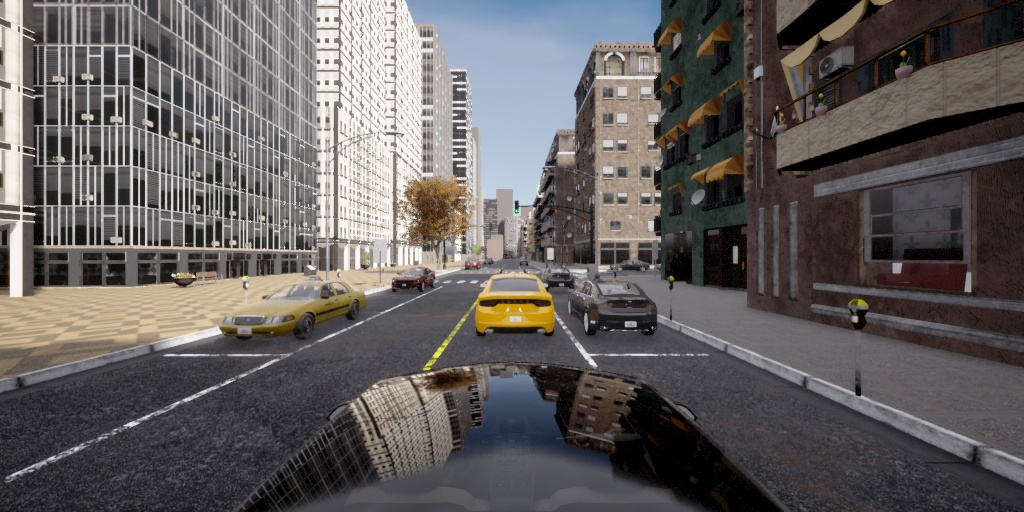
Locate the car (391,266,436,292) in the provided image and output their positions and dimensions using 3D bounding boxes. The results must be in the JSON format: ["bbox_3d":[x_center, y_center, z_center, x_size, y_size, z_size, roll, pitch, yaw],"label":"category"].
[{"bbox_3d":[-5.739,1.300,21.292,1.888,1.381,4.507,0,0,0],"label":"car"}]

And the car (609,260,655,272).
[{"bbox_3d":[13.339,1.109,40.755,4.403,1.370,2.007,0,0,-1],"label":"car"}]

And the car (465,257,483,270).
[{"bbox_3d":[-5.819,1.099,53.679,2.192,1.841,5.009,0,0,0],"label":"car"}]

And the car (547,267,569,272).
[{"bbox_3d":[2.641,1.305,21.312,2.007,1.370,4.403,0,0,0],"label":"car"}]

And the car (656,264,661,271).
[{"bbox_3d":[18.736,1.006,40.823,4.829,1.417,1.751,0,0,-1],"label":"car"}]

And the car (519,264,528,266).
[{"bbox_3d":[0.052,1.355,21.297,1.895,1.301,4.718,0,0,0],"label":"car"}]

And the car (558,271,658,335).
[{"bbox_3d":[2.668,1.301,10.246,2.007,1.370,4.403,0,0,0],"label":"car"}]

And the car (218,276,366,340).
[{"bbox_3d":[-5.712,1.276,10.057,1.751,1.417,4.829,0,0,0],"label":"car"}]

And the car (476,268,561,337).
[{"bbox_3d":[0.068,1.228,10.345,1.882,1.535,5.008,0,0,0],"label":"car"}]

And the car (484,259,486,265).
[{"bbox_3d":[-5.832,1.357,59.202,1.948,1.339,4.313,0,0,0],"label":"car"}]
